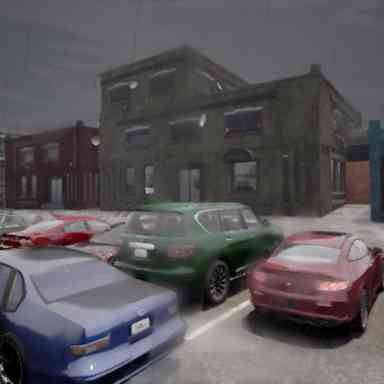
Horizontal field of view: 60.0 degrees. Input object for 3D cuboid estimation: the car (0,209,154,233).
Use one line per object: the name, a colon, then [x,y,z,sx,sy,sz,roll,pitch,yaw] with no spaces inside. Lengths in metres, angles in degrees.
car: [-3.939,1.594,11.757,2.097,1.535,5.008,-1,-1,35]

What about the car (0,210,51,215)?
car: [-6.200,1.503,13.337,2.185,1.767,4.553,-1,-1,35]

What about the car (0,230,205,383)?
car: [-2.629,1.604,5.252,5.357,1.411,2.033,-1,0,35]

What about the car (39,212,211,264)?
car: [-1.710,1.591,10.137,2.163,1.488,4.792,-1,-1,35]

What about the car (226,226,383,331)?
car: [2.797,1.538,6.956,2.002,1.452,4.674,-1,0,35]
